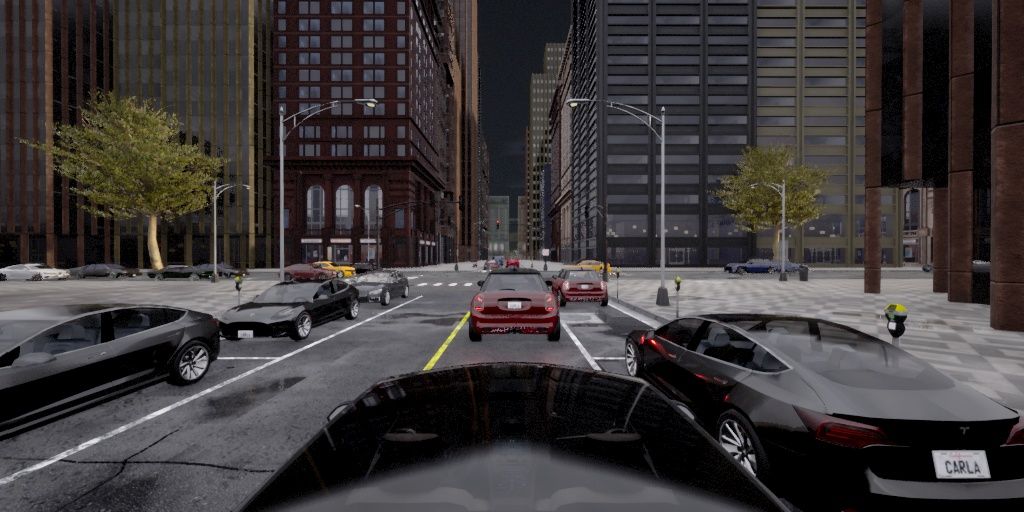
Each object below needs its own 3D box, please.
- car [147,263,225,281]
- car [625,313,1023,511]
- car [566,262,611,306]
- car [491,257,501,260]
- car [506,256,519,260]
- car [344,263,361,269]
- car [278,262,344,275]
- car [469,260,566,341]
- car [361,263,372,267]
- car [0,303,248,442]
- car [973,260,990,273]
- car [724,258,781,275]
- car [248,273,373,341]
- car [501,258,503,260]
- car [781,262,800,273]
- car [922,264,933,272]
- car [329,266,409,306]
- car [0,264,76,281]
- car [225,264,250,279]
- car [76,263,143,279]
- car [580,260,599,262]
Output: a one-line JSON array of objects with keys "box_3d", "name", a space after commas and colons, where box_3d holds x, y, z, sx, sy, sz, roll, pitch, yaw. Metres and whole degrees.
[{"box_3d": [-27.720, 1.449, 30.405, 4.718, 1.301, 1.895, 0, 0, 0], "name": "car"}, {"box_3d": [2.765, 1.316, 4.281, 1.948, 1.339, 4.313, 0, 0, 0], "name": "car"}, {"box_3d": [2.778, 1.190, 15.553, 1.967, 1.591, 4.097, 0, 0, 0], "name": "car"}, {"box_3d": [-3.011, 1.295, 52.021, 1.812, 1.442, 4.674, 0, 0, 1], "name": "car"}, {"box_3d": [0.135, 1.001, 63.574, 2.150, 2.045, 5.566, 0, 0, 0], "name": "car"}, {"box_3d": [-17.306, 1.281, 33.660, 5.008, 1.535, 1.882, 0, 0, 1], "name": "car"}, {"box_3d": [-17.233, 1.344, 30.415, 4.674, 1.442, 1.812, 0, 0, -2], "name": "car"}, {"box_3d": [0.077, 1.102, 10.017, 2.097, 1.767, 4.553, 0, 0, 1], "name": "car"}, {"box_3d": [-16.049, 1.384, 37.117, 4.718, 1.301, 1.895, 0, 0, 0], "name": "car"}, {"box_3d": [-5.760, 1.316, 4.288, 1.948, 1.339, 4.313, 0, 0, 0], "name": "car"}, {"box_3d": [47.333, 1.168, 37.102, 4.674, 1.442, 1.812, 0, 0, 0], "name": "car"}, {"box_3d": [24.592, 1.038, 37.155, 4.553, 1.767, 2.097, 0, 0, 0], "name": "car"}, {"box_3d": [-5.754, 1.316, 9.925, 1.948, 1.339, 4.313, 0, 0, 0], "name": "car"}, {"box_3d": [-3.011, 1.379, 61.377, 1.895, 1.301, 4.718, 0, 0, 0], "name": "car"}, {"box_3d": [29.553, 1.207, 40.411, 5.357, 1.411, 2.033, 0, 0, 0], "name": "car"}, {"box_3d": [49.175, 1.161, 40.334, 4.674, 1.442, 1.812, 0, 0, 0], "name": "car"}, {"box_3d": [-5.747, 1.301, 15.562, 2.007, 1.370, 4.403, 0, 0, 0], "name": "car"}, {"box_3d": [-40.610, 1.410, 30.409, 4.674, 1.442, 1.812, 0, 0, 0], "name": "car"}, {"box_3d": [-27.812, 1.380, 33.653, 5.357, 1.411, 2.033, 0, 0, 0], "name": "car"}, {"box_3d": [-38.148, 1.408, 33.644, 5.357, 1.411, 2.033, 0, 0, -1], "name": "car"}, {"box_3d": [7.634, 1.202, 37.141, 5.008, 1.535, 1.882, 0, 0, 0], "name": "car"}]
